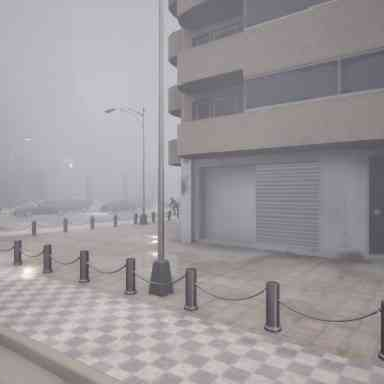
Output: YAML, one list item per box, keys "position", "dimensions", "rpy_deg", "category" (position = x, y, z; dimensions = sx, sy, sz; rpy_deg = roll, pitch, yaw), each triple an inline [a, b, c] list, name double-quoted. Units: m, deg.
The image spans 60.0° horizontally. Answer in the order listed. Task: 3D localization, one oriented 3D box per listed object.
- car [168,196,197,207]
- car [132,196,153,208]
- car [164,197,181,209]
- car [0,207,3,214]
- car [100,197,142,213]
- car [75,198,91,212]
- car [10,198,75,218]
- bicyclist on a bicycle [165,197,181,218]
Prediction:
- position: [-1.371, 1.449, 51.296]
  dimensions: [1.837, 1.490, 4.892]
  rpy_deg: [0, 0, 36]
  category: "car"
- position: [-7.229, 1.296, 43.247]
  dimensions: [2.097, 1.767, 4.553]
  rpy_deg: [0, 0, 36]
  category: "car"
- position: [-2.111, 1.508, 44.344]
  dimensions: [1.994, 1.385, 4.181]
  rpy_deg: [0, 0, 36]
  category: "car"
- position: [-18.581, 1.545, 27.626]
  dimensions: [1.895, 1.301, 4.718]
  rpy_deg: [0, 0, 36]
  category: "car"
- position: [-7.969, 1.508, 36.275]
  dimensions: [1.994, 1.385, 4.181]
  rpy_deg: [0, 0, 36]
  category: "car"
- position: [-13.097, 1.449, 35.165]
  dimensions: [1.837, 1.490, 4.892]
  rpy_deg: [0, 0, 36]
  category: "car"
- position: [-13.202, 1.436, 29.059]
  dimensions: [2.128, 1.511, 4.902]
  rpy_deg: [0, 0, 36]
  category: "car"
- position: [-1.503, 1.246, 26.483]
  dimensions: [1.656, 1.620, 0.582]
  rpy_deg: [0, 0, 36]
  category: "bicyclist on a bicycle"
